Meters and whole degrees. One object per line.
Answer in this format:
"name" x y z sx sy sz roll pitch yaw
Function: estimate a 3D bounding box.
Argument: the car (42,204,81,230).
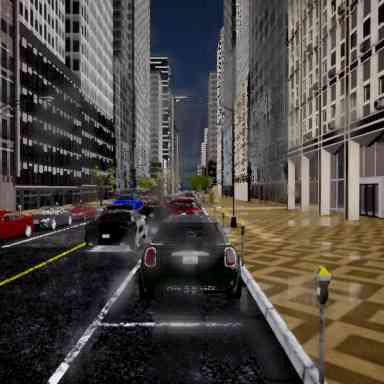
"car" -8.844 1.547 20.672 2.008 1.369 4.403 -1 0 0

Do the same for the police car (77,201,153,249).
"police car" -3.144 1.423 14.701 1.930 1.638 5.238 0 0 0

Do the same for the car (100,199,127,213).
"car" -8.844 1.544 37.723 2.008 1.369 4.403 -1 0 0

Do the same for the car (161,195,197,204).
"car" -0.465 1.311 20.672 2.192 1.841 5.009 -1 0 0

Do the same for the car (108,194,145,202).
"car" -6.240 1.216 32.086 2.150 2.045 5.566 0 0 0

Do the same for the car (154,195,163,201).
"car" -8.844 1.545 88.876 1.947 1.339 4.313 -1 0 0

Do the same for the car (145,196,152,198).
"car" -8.843 1.570 60.458 1.802 1.307 4.206 -1 0 0

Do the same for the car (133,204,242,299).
"car" -0.033 1.351 8.621 2.097 1.767 4.553 0 0 0

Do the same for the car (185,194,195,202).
"car" -0.465 1.298 77.509 2.192 1.841 5.009 -1 0 0

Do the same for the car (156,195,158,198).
"car" -8.843 1.509 77.339 1.752 1.417 4.829 -1 0 0

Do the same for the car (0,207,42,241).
"car" -8.843 1.542 14.989 1.887 1.381 4.507 -1 0 0

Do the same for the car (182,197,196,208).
"car" -0.463 1.541 49.090 2.008 1.369 4.403 -1 0 0

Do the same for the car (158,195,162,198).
"car" -3.053 1.343 45.427 2.097 1.767 4.553 0 0 0

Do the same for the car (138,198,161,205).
"car" -3.056 1.501 27.941 1.837 1.490 4.892 0 0 0

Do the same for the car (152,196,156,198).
"car" -8.845 1.426 66.141 1.967 1.590 4.097 -1 0 0

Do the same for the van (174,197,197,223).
"van" -0.465 1.336 26.356 1.690 1.788 3.998 -1 0 0

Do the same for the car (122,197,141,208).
"car" -8.843 1.541 49.090 2.008 1.369 4.403 -1 0 0
